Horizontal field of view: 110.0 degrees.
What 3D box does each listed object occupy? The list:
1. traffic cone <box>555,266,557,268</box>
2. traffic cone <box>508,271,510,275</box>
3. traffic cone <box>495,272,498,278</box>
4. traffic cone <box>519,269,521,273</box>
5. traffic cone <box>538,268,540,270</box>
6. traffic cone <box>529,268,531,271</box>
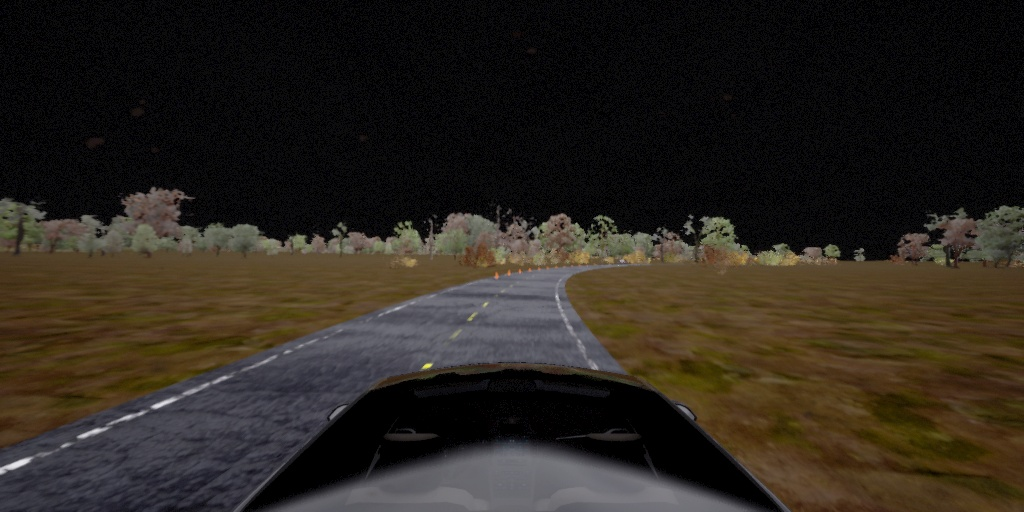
[{"bbox_3d":[7.521,1.800,61.397,0.340,0.580,0.340,0,0,23],"label":"traffic cone"},{"bbox_3d":[-0.309,1.697,37.208,0.340,0.580,0.340,0,0,13],"label":"traffic cone"},{"bbox_3d":[-1.380,1.683,32.232,0.340,0.580,0.340,0,0,11],"label":"traffic cone"},{"bbox_3d":[0.930,1.713,42.146,0.340,0.580,0.340,0,0,15],"label":"traffic cone"},{"bbox_3d":[3.902,1.752,51.883,0.340,0.580,0.340,0,0,19],"label":"traffic cone"},{"bbox_3d":[2.334,1.731,47.039,0.340,0.580,0.340,0,0,17],"label":"traffic cone"}]
